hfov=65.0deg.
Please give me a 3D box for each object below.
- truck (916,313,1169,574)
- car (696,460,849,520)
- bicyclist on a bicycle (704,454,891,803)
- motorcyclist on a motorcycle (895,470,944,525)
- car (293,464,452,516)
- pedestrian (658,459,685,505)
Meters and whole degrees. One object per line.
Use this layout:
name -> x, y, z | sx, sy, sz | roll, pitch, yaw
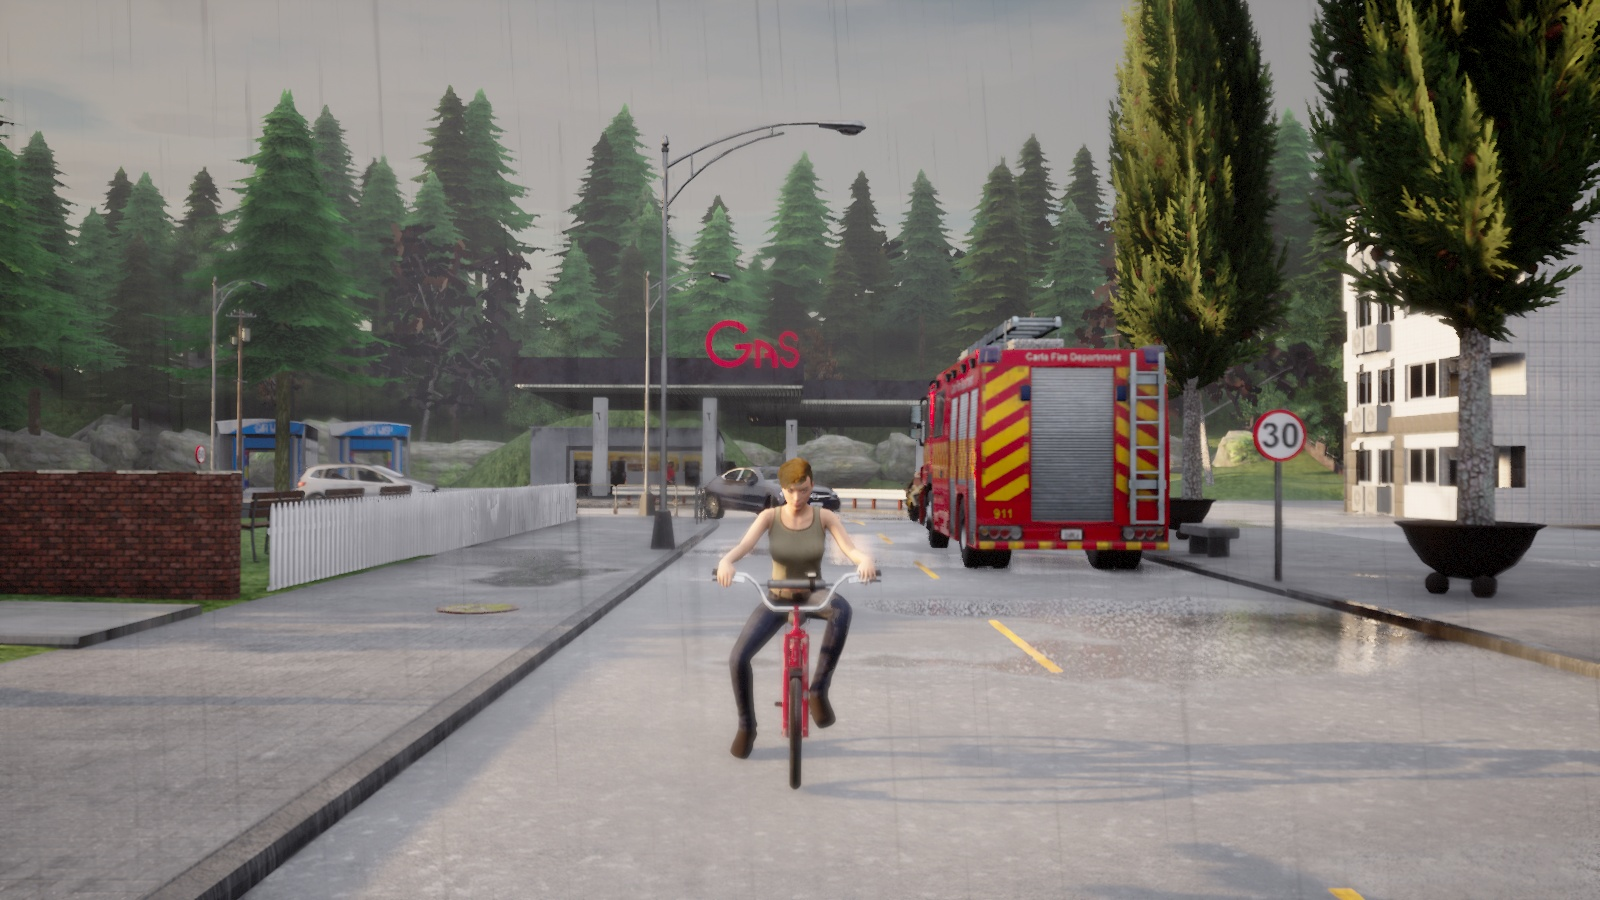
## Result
truck -> 3.944, -0.039, 22.678 | 2.891, 3.827, 8.468 | 0, -1, 0
car -> -0.904, 1.138, 37.265 | 2.152, 1.651, 5.027 | 1, -1, -34
bicyclist on a bicycle -> -0.010, 0.843, 6.589 | 0.866, 1.612, 1.509 | 0, -1, 0
motorcyclist on a motorcycle -> 3.485, 1.370, 36.799 | 0.866, 1.530, 2.191 | -1, -1, -10
car -> -14.295, 1.328, 42.204 | 4.611, 1.667, 2.242 | 0, -1, 0
pedestrian -> -5.175, 1.275, 50.576 | 0.899, 1.844, 0.634 | -1, -1, 24
